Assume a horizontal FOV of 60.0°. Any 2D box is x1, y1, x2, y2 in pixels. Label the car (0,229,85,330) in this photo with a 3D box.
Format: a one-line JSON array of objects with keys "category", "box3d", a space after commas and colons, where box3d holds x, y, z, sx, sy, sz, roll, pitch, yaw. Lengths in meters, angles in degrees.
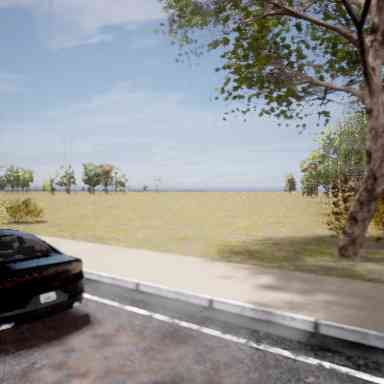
[{"category": "car", "box3d": [-4.235, 1.471, 6.576, 5.008, 1.535, 1.882, 0, 0, 35]}]
